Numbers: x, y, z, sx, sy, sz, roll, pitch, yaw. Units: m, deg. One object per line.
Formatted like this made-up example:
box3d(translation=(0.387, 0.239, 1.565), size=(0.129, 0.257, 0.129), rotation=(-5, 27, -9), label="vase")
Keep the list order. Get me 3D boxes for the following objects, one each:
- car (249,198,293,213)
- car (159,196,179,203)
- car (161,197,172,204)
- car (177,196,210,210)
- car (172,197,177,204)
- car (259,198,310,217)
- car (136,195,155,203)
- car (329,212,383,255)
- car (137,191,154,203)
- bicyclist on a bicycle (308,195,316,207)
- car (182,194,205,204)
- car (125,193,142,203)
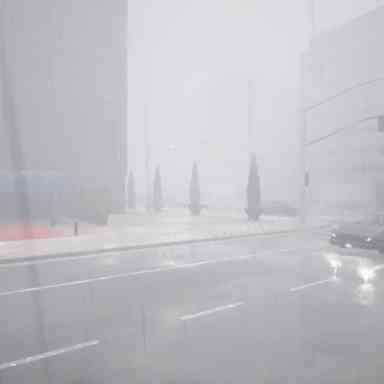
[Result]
box3d(translation=(8.784, 1.505, 37.311), size=(1.837, 1.490, 4.892), rotation=(0, 0, -35), label="car")
box3d(translation=(-4.859, 1.601, 69.491), size=(1.895, 1.301, 4.718), rotation=(0, 0, -35), label="car")
box3d(translation=(-4.158, 1.547, 62.386), size=(2.033, 1.411, 5.357), rotation=(0, 0, -35), label="car")
box3d(translation=(0.379, 1.526, 43.265), size=(1.812, 1.442, 4.674), rotation=(0, 0, -35), label="car")
box3d(translation=(-0.679, 1.526, 50.925), size=(1.812, 1.442, 4.674), rotation=(0, 0, -35), label="car")
box3d(translation=(8.742, 1.526, 31.169), size=(1.812, 1.442, 4.674), rotation=(0, 0, -34), label="car")
box3d(translation=(-9.874, 1.520, 70.413), size=(2.128, 1.511, 4.902), rotation=(0, 0, -35), label="car")
box3d(translation=(7.943, 1.547, 13.425), size=(5.357, 1.411, 2.033), rotation=(0, 0, -31), label="car")
box3d(translation=(-9.558, 0.879, 63.845), size=(2.150, 2.045, 5.566), rotation=(0, 0, -35), label="car")
box3d(translation=(16.857, 1.301, 46.689), size=(1.656, 1.620, 0.582), rotation=(0, 0, -35), label="bicyclist on a bicycle")
box3d(translation=(0.269, 1.352, 62.154), size=(2.097, 1.767, 4.553), rotation=(0, 0, -35), label="car")
box3d(translation=(-11.569, 1.493, 60.584), size=(2.128, 1.511, 4.902), rotation=(0, 0, -34), label="car")
